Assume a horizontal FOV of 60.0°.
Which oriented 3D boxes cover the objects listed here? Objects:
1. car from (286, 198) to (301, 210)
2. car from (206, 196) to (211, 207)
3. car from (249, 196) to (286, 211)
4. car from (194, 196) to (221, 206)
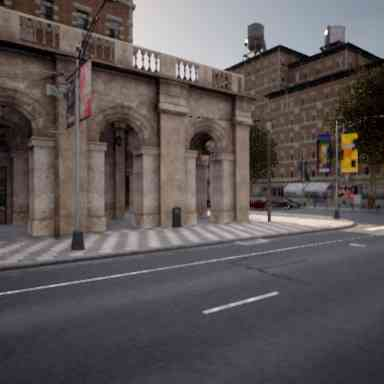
[{"bbox_3d":[11.689,1.465,42.770,1.837,1.490,4.892,0,0,-36],"label":"car"},{"bbox_3d":[1.150,1.563,46.040,1.895,1.301,4.718,0,0,-36],"label":"car"},{"bbox_3d":[8.719,1.316,40.904,2.097,1.767,4.553,0,0,-36],"label":"car"},{"bbox_3d":[2.508,1.438,55.565,1.882,1.535,5.008,0,0,-36],"label":"car"}]
